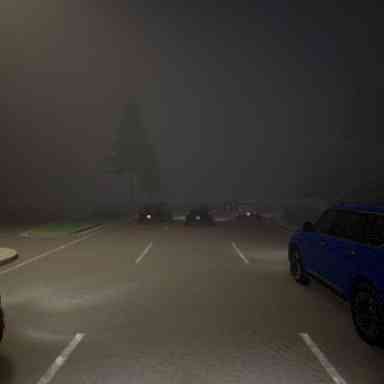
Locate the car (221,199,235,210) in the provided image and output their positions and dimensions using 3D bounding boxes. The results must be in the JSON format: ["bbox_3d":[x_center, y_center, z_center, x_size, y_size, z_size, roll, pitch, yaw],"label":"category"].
[{"bbox_3d":[4.870,1.542,40.945,1.895,1.301,4.718,0,0,16],"label":"car"}]

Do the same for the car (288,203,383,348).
[{"bbox_3d":[3.600,1.212,6.413,2.150,2.045,5.566,0,0,0],"label":"car"}]

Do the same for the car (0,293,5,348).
[{"bbox_3d":[-3.400,1.474,2.401,1.882,1.535,5.008,0,0,0],"label":"car"}]

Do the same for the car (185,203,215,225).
[{"bbox_3d":[0.606,1.491,23.694,1.812,1.442,4.674,0,0,5],"label":"car"}]

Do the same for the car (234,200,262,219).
[{"bbox_3d":[4.924,1.485,28.250,1.812,1.442,4.674,0,0,13],"label":"car"}]

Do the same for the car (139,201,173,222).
[{"bbox_3d":[-2.692,1.468,25.595,1.837,1.490,4.892,0,0,8],"label":"car"}]
